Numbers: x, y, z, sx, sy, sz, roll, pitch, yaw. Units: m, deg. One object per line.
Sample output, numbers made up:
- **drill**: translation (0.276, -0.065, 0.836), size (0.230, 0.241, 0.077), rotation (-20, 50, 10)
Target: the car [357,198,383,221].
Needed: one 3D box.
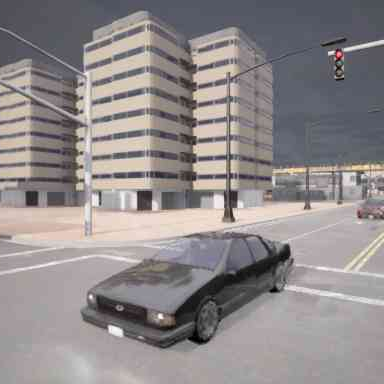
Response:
- **car**: translation (15.047, 1.343, 27.393), size (2.097, 1.767, 4.553), rotation (0, 0, 35)

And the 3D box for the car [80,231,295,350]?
- **car**: translation (0.470, 1.549, 6.802), size (2.033, 1.411, 5.357), rotation (0, 0, 35)
